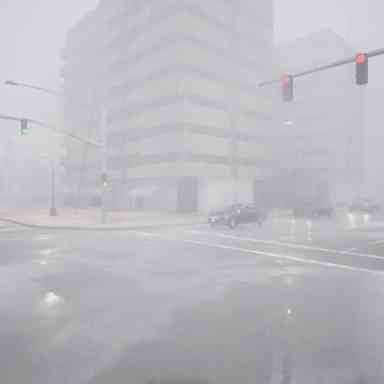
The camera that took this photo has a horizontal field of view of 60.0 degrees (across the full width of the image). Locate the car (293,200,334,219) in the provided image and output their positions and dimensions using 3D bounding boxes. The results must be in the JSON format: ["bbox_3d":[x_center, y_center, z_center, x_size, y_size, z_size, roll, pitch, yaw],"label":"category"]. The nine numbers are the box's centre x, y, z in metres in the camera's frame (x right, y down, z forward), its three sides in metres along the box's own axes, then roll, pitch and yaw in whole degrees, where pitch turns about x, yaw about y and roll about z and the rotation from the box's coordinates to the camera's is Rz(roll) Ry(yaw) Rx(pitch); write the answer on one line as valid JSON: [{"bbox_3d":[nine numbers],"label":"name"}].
[{"bbox_3d":[10.767,1.532,29.275,4.892,1.490,1.837,0,0,-43],"label":"car"}]

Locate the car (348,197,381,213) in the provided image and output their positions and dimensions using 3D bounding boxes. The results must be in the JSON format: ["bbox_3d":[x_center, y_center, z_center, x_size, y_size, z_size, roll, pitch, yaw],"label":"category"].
[{"bbox_3d":[19.225,1.378,36.995,4.553,1.767,2.097,0,0,-42],"label":"car"}]

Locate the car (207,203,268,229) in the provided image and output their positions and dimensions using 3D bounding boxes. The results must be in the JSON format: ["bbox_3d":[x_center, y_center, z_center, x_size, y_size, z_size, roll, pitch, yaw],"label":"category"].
[{"bbox_3d":[3.113,1.520,22.272,4.902,1.511,2.128,0,0,-42],"label":"car"}]
